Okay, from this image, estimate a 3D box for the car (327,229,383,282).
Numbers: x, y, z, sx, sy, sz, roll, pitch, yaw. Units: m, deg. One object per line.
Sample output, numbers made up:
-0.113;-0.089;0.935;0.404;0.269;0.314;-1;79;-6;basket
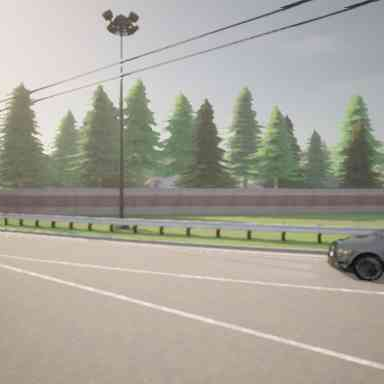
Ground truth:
5.880;1.562;8.888;4.181;1.385;1.994;0;0;16;car
